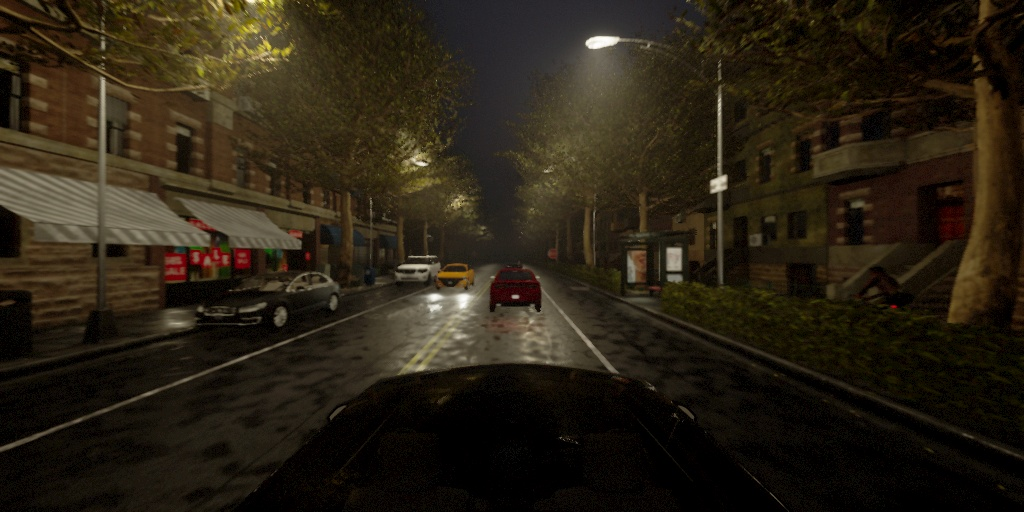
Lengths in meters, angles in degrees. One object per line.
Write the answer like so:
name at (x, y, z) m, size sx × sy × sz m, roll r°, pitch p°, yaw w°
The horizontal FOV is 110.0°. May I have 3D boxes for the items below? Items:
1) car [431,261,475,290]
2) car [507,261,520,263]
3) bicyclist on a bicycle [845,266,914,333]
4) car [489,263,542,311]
car at (-3.455, 1.231, 22.517) m, size 1.882 × 1.535 × 5.008 m, roll 0°, pitch 0°, yaw 0°
car at (0.167, 1.244, 37.464) m, size 2.128 × 1.511 × 4.902 m, roll 0°, pitch 0°, yaw 0°
bicyclist on a bicycle at (7.271, 0.992, 7.136) m, size 0.582 × 1.620 × 1.656 m, roll 15°, pitch -3°, yaw -3°
car at (0.126, 1.229, 14.611) m, size 1.882 × 1.535 × 5.008 m, roll 0°, pitch 0°, yaw 0°
